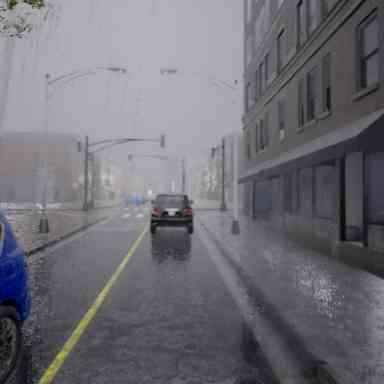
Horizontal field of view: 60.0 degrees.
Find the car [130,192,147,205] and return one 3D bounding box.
[{"bbox_3d":[-8.521,0.996,53.709,2.192,1.841,5.009,2,0,-3],"label":"car"}]

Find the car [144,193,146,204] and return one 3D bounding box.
[{"bbox_3d":[-8.240,1.205,48.731,2.008,1.369,4.403,2,0,-3],"label":"car"}]

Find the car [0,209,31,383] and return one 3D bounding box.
[{"bbox_3d":[-3.081,1.177,2.149,2.150,2.045,5.566,1,0,-3],"label":"car"}]

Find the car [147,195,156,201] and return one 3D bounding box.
[{"bbox_3d":[-10.383,1.461,85.395,1.887,1.381,4.507,2,-1,-3],"label":"car"}]

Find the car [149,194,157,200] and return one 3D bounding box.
[{"bbox_3d":[-10.688,1.409,90.677,1.967,1.590,4.097,2,-1,-3],"label":"car"}]

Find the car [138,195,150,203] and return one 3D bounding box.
[{"bbox_3d":[-9.147,1.289,64.270,1.887,1.381,4.507,2,0,-3],"label":"car"}]

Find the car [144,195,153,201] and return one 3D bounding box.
[{"bbox_3d":[-9.766,1.405,74.832,1.802,1.307,4.206,2,-1,-3],"label":"car"}]

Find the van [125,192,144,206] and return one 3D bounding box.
[{"bbox_3d":[-8.038,0.979,45.418,1.690,1.788,3.998,2,0,-3],"label":"van"}]

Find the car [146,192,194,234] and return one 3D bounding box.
[{"bbox_3d":[-1.062,1.009,18.002,2.150,2.045,5.566,1,1,-3],"label":"car"}]

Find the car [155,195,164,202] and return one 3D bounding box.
[{"bbox_3d":[-6.936,1.317,71.301,1.837,1.490,4.892,1,0,-3],"label":"car"}]
